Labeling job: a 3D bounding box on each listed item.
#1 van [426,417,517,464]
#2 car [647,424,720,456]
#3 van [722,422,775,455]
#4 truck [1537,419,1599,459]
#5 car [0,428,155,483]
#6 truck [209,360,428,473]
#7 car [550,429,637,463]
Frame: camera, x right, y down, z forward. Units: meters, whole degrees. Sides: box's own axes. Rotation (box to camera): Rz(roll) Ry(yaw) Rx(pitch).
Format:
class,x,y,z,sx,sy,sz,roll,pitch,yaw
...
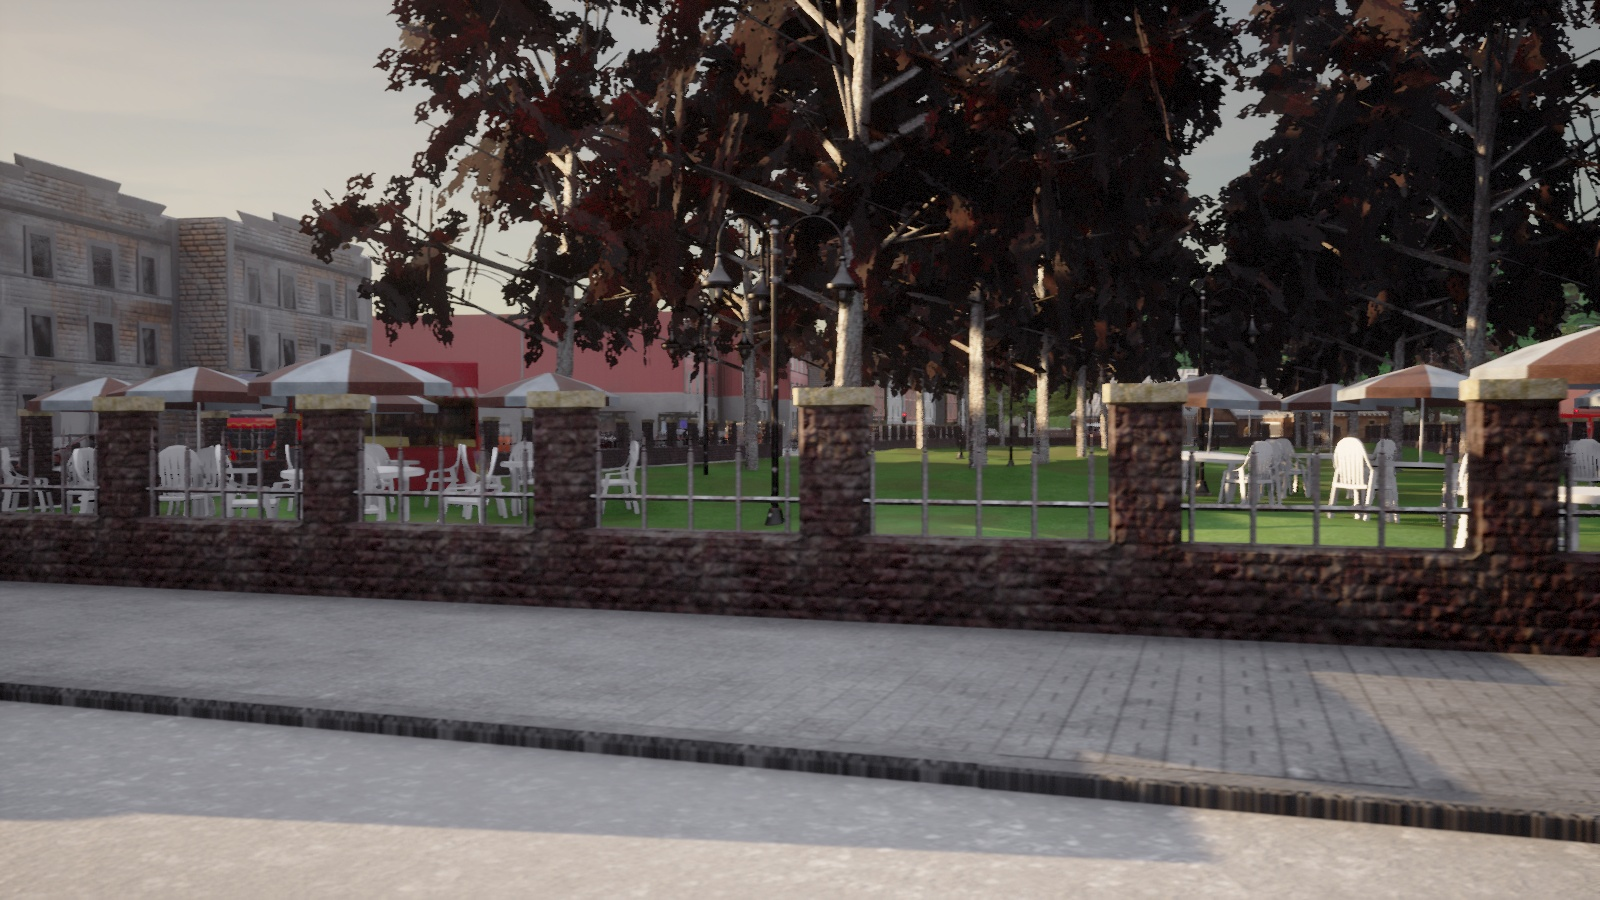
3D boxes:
class,x,y,z,sx,sy,sz,roll,pitch,yaw
van,-14.630,-0.435,56.162,1.775,1.987,4.442,1,1,18
car,-6.297,-0.568,68.501,2.152,1.651,5.027,1,1,19
van,-3.163,-0.732,77.872,1.775,1.987,4.442,1,1,18
truck,50.112,-0.741,81.742,2.627,2.467,5.204,1,1,19
car,-21.161,0.116,36.544,1.816,1.474,4.193,1,1,18
truck,-17.687,-1.216,46.943,2.891,3.827,8.468,1,1,18
car,-9.570,-0.224,58.702,1.882,1.535,5.008,1,1,18
